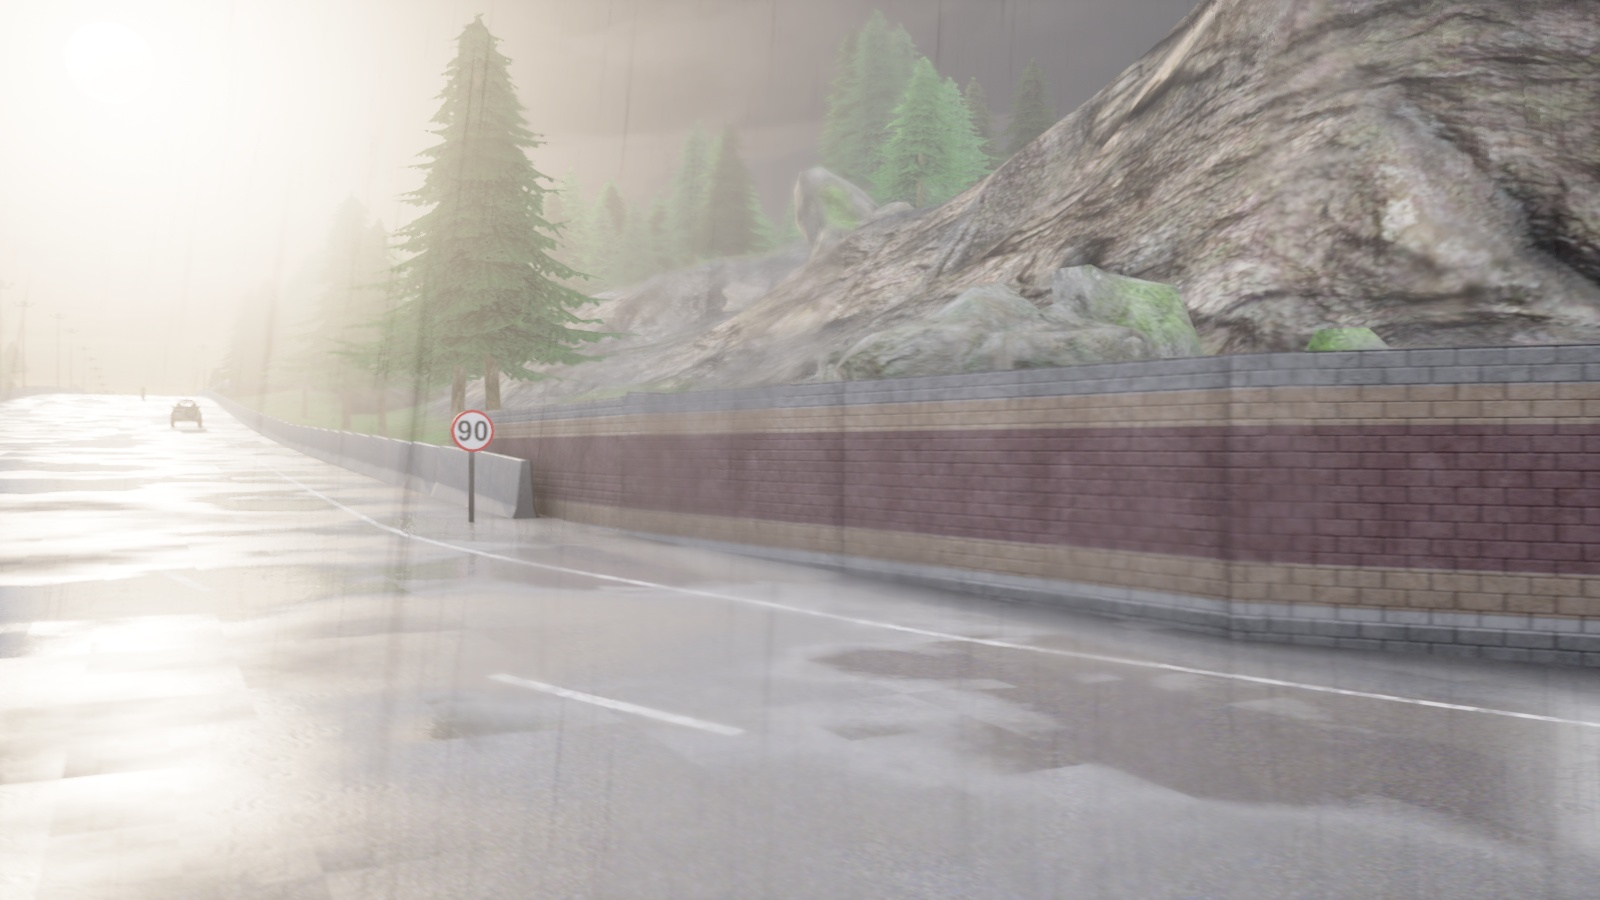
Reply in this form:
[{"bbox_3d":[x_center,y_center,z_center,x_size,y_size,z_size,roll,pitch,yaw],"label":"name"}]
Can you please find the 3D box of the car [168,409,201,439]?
[{"bbox_3d":[-41.098,-1.746,83.792,1.932,1.855,4.605,-1,3,-27],"label":"car"}]
